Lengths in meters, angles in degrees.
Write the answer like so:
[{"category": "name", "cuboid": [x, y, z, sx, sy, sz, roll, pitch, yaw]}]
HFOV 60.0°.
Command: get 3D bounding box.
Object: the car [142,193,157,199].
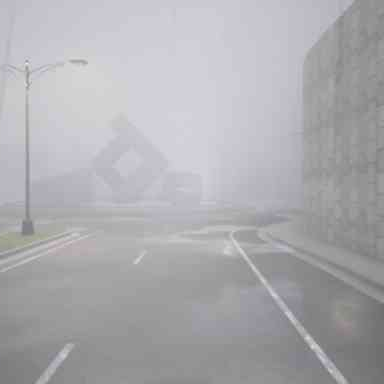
[{"category": "car", "cuboid": [-10.250, 1.074, 77.940, 1.994, 1.385, 4.181, 0, 0, 11]}]
